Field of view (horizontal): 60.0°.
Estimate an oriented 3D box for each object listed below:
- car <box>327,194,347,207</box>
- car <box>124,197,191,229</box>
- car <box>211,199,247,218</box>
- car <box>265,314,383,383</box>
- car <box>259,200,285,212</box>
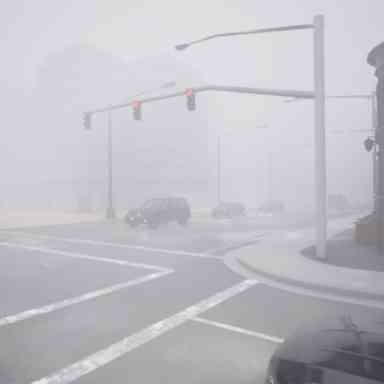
[{"bbox_3d":[23.626,1.379,54.293,2.150,2.045,5.566,-1,-1,35],"label":"car"},{"bbox_3d":[-2.318,1.426,24.068,2.150,2.045,5.566,-1,-1,35],"label":"car"},{"bbox_3d":[3.688,1.709,32.537,1.837,1.490,4.892,-1,-1,35],"label":"car"},{"bbox_3d":[2.840,1.490,1.942,4.892,1.490,1.837,0,0,36],"label":"car"},{"bbox_3d":[9.945,1.697,41.351,2.128,1.511,4.902,-1,-1,35],"label":"car"}]
